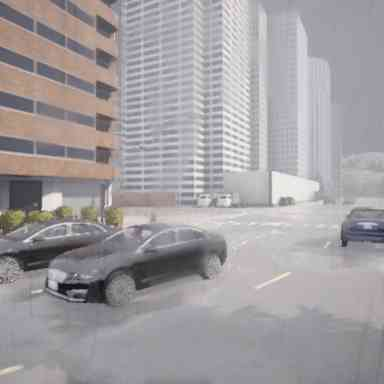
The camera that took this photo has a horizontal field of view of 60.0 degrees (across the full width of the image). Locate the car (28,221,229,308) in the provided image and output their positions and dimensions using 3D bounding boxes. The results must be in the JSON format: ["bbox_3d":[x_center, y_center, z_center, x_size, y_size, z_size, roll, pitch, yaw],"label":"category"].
[{"bbox_3d":[-1.058,1.565,8.315,2.128,1.511,4.902,0,0,43],"label":"car"}]

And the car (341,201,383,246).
[{"bbox_3d":[8.225,1.456,15.398,2.097,1.767,4.553,0,-1,30],"label":"car"}]

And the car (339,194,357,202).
[{"bbox_3d":[32.312,1.824,68.768,2.097,1.767,4.553,0,-1,28],"label":"car"}]

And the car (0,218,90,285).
[{"bbox_3d":[-4.249,1.589,10.015,2.128,1.511,4.902,0,0,44],"label":"car"}]

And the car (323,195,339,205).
[{"bbox_3d":[29.185,1.716,70.343,2.150,2.045,5.566,0,-1,28],"label":"car"}]

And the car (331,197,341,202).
[{"bbox_3d":[36.874,1.902,85.025,2.033,1.411,5.357,0,-1,28],"label":"car"}]

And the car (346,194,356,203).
[{"bbox_3d":[39.959,1.565,83.377,2.150,2.045,5.566,0,-1,28],"label":"car"}]
